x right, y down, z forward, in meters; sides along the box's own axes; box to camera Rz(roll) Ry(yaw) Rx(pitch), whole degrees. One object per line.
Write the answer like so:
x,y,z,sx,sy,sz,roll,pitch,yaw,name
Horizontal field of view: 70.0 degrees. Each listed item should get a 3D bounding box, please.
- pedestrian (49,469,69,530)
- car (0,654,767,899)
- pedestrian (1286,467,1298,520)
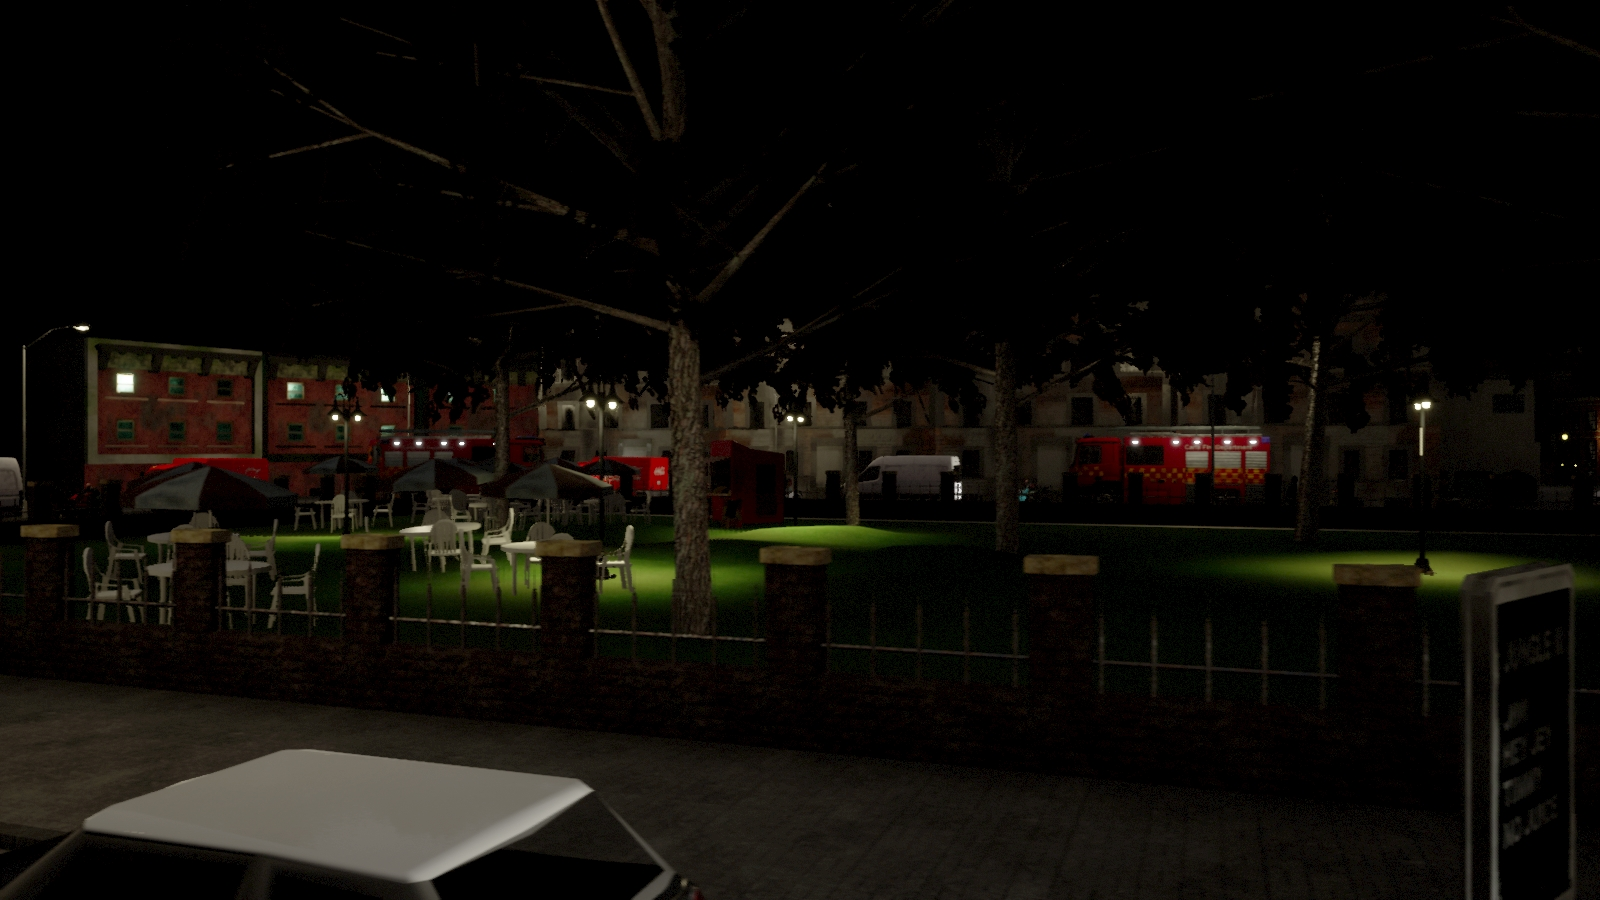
-23.135,1.540,35.666,0.375,1.860,0.375,0,0,22,pedestrian
-2.267,1.847,4.654,3.806,1.475,1.970,0,0,20,car
17.475,1.524,40.570,0.375,1.860,0.375,0,0,21,pedestrian
